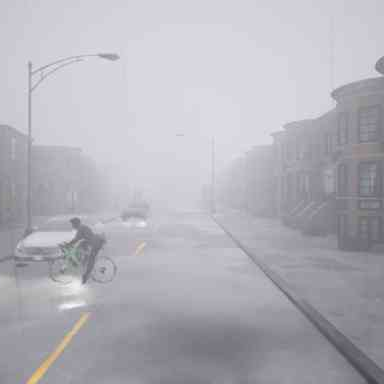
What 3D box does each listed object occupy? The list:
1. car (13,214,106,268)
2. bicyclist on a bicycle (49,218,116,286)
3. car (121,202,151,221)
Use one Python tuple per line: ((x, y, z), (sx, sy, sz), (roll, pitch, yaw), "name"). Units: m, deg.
((-4.257, 1.526, 11.475), (1.812, 1.442, 4.674), (0, 0, -1), "car")
((-2.676, 1.452, 8.127), (1.656, 1.620, 0.582), (-1, 0, -1), "bicyclist on a bicycle")
((-4.483, 1.547, 27.536), (2.033, 1.411, 5.357), (0, 0, -1), "car")
